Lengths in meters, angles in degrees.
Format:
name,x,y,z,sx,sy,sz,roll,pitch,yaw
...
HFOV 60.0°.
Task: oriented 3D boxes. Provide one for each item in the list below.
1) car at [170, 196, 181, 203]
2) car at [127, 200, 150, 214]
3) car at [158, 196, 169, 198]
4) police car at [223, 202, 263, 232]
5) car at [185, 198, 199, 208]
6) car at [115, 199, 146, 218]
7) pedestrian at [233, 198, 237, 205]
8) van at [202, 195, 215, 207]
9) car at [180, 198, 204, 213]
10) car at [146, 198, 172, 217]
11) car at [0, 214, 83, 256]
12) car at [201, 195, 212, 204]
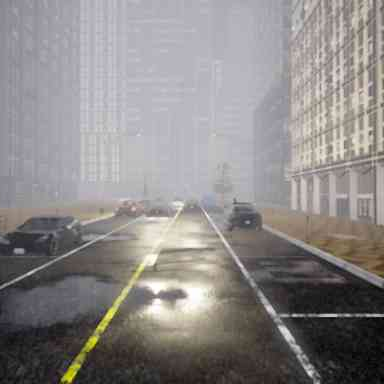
name,x,y,z,sx,sy,sz,roll,pitch,yaw
car,-3.013,1.550,71.535,1.994,1.385,4.181,0,0,0
car,-5.690,1.605,35.707,1.802,1.307,4.206,1,0,0
car,-5.694,1.600,58.278,1.947,1.339,4.313,1,0,0
police car,2.995,1.440,20.508,1.930,1.638,5.238,0,0,0
car,-0.006,1.594,49.414,1.994,1.385,4.181,0,0,0
car,-5.687,1.460,30.064,1.967,1.590,4.097,1,0,0
pedestrian,2.995,1.310,23.525,0.375,1.860,0.375,1,-1,0
van,2.691,1.373,52.630,1.690,1.788,3.998,1,0,0
car,0.028,1.588,37.568,1.994,1.385,4.181,0,0,1
car,-3.104,1.584,31.229,1.994,1.385,4.181,0,0,0
car,-5.686,1.575,13.136,1.947,1.339,4.313,1,0,0
car,2.687,1.476,63.913,1.967,1.590,4.097,1,0,0
